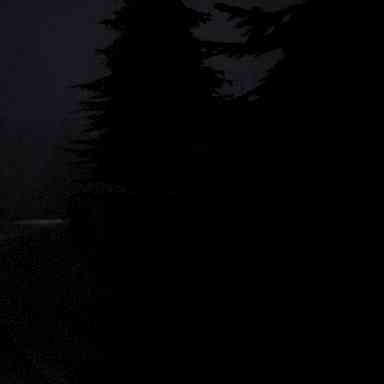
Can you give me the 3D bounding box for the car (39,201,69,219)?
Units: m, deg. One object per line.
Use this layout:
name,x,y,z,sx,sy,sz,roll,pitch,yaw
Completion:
car,-12.229,1.664,31.381,1.882,1.535,5.008,0,0,12
